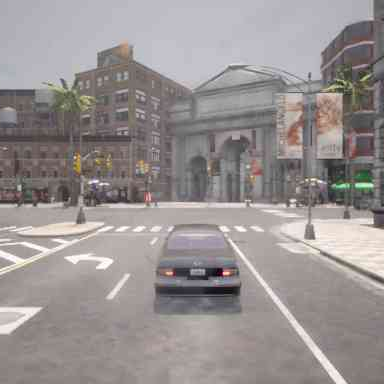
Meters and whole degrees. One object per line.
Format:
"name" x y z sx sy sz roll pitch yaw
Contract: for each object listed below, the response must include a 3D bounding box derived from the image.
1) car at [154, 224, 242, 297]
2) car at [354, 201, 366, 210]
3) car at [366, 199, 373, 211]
"car" 0.111 1.547 8.741 2.033 1.411 5.357 0 0 0
"car" 22.279 1.564 40.966 4.181 1.385 1.994 0 0 0
"car" 22.705 1.526 37.468 4.674 1.442 1.812 0 0 1
